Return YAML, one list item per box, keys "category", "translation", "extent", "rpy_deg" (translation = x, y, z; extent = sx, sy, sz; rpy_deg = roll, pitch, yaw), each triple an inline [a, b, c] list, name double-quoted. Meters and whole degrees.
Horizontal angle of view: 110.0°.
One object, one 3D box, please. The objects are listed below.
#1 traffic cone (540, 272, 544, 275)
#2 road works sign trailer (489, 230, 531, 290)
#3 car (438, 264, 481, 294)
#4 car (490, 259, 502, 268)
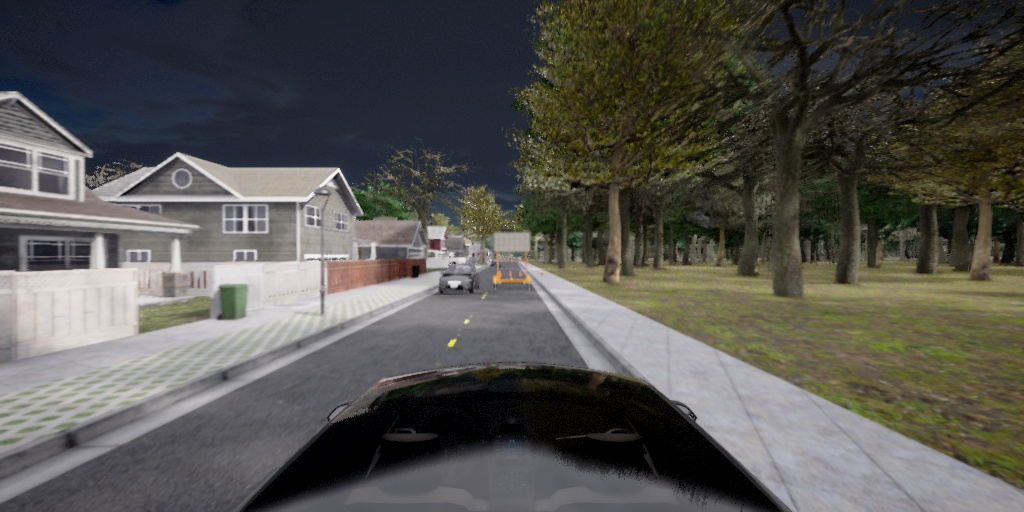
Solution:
- category: "traffic cone"
  translation: [2.817, 1.355, 33.766]
  extent: [0.340, 0.580, 0.340]
  rpy_deg: [0, 0, 2]
- category: "road works sign trailer"
  translation: [0.007, 0.196, 22.525]
  extent: [2.380, 3.560, 2.880]
  rpy_deg: [0, 0, 0]
- category: "car"
  translation: [-2.841, 1.225, 20.097]
  extent: [2.128, 1.511, 4.902]
  rpy_deg: [0, 0, 0]
- category: "car"
  translation: [-2.749, 1.267, 62.145]
  extent: [2.033, 1.411, 5.357]
  rpy_deg: [0, 0, 1]
